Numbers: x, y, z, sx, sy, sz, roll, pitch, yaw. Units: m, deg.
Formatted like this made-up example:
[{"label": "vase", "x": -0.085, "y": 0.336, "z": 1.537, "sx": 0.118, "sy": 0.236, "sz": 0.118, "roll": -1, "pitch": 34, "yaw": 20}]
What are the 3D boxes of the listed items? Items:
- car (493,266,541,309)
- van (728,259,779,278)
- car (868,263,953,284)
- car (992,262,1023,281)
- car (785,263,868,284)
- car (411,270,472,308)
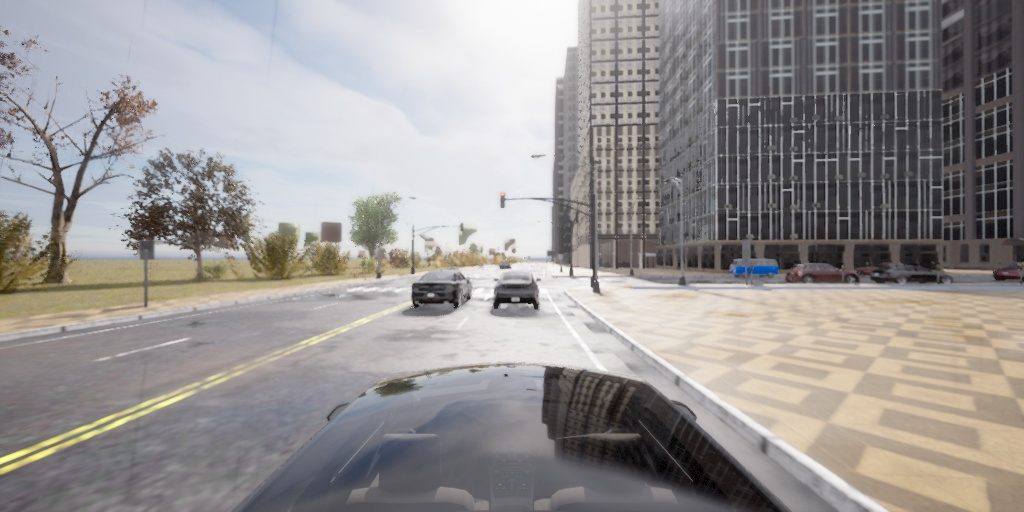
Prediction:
[{"label": "car", "x": 0.226, "y": 1.397, "z": 15.908, "sx": 1.837, "sy": 1.490, "sz": 4.892, "roll": 0, "pitch": 0, "yaw": 2}, {"label": "van", "x": 22.892, "y": 1.185, "z": 34.037, "sx": 3.998, "sy": 1.789, "sz": 1.690, "roll": 0, "pitch": 0, "yaw": 6}, {"label": "car", "x": 27.682, "y": 1.311, "z": 24.949, "sx": 4.313, "sy": 1.339, "sz": 1.948, "roll": 0, "pitch": 0, "yaw": 6}, {"label": "car", "x": 38.888, "y": 1.231, "z": 26.603, "sx": 4.181, "sy": 1.385, "sz": 1.994, "roll": -1, "pitch": 0, "yaw": 6}, {"label": "car", "x": 22.016, "y": 1.234, "z": 25.458, "sx": 4.097, "sy": 1.591, "sz": 1.967, "roll": 0, "pitch": 0, "yaw": 6}, {"label": "car", "x": -3.012, "y": 1.368, "z": 16.206, "sx": 1.882, "sy": 1.535, "sz": 5.008, "roll": 0, "pitch": 0, "yaw": 2}]
